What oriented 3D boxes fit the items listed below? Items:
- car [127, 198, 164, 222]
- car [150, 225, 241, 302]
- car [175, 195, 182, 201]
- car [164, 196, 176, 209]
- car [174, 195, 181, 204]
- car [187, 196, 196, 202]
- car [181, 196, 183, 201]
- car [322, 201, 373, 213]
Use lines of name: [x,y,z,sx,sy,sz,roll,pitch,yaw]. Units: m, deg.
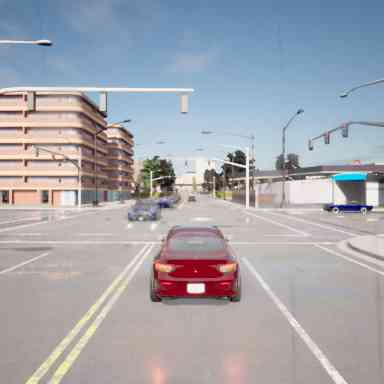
car: [-3.616,1.317,25.747,2.097,1.767,4.553,0,0,0]
car: [0.076,1.526,8.154,1.812,1.442,4.674,0,0,0]
car: [-3.568,1.487,88.072,1.837,1.490,4.892,0,0,0]
car: [-3.750,1.601,45.697,1.895,1.301,4.718,0,0,2]
car: [-3.619,1.489,60.230,2.128,1.511,4.902,0,0,0]
car: [-0.059,1.540,78.243,2.033,1.411,5.357,0,0,0]
car: [-3.556,1.525,72.656,2.128,1.511,4.902,0,0,0]
car: [16.508,1.601,35.464,4.718,1.301,1.895,0,0,1]
